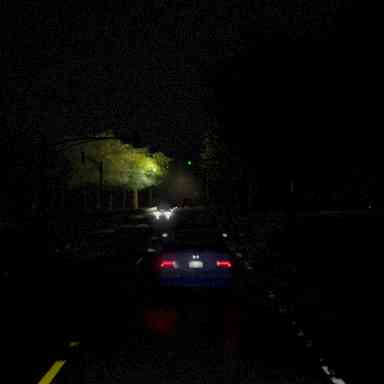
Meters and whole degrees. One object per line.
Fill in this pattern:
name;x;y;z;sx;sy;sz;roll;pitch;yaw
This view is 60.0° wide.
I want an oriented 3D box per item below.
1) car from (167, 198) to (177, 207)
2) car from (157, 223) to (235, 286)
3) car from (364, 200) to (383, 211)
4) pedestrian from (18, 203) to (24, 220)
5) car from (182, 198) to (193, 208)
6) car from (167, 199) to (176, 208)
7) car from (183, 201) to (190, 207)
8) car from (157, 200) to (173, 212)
car;-4.781;2.573;78.934;2.150;2.045;5.566;0;-2;-1
car;0.086;1.593;9.568;2.033;1.411;5.357;0;0;0
car;18.244;0.962;29.997;4.718;1.301;1.895;-2;-1;2
pedestrian;-18.109;2.073;35.255;0.375;1.860;0.375;0;1;2
car;-1.008;2.328;70.757;2.150;2.045;5.566;0;-2;-1
car;-4.385;2.168;58.526;2.097;1.767;4.553;0;-1;-1
car;-1.559;3.283;91.033;1.837;1.490;4.892;0;-2;-1
car;-4.195;2.217;49.421;1.895;1.301;4.718;0;-1;-1
